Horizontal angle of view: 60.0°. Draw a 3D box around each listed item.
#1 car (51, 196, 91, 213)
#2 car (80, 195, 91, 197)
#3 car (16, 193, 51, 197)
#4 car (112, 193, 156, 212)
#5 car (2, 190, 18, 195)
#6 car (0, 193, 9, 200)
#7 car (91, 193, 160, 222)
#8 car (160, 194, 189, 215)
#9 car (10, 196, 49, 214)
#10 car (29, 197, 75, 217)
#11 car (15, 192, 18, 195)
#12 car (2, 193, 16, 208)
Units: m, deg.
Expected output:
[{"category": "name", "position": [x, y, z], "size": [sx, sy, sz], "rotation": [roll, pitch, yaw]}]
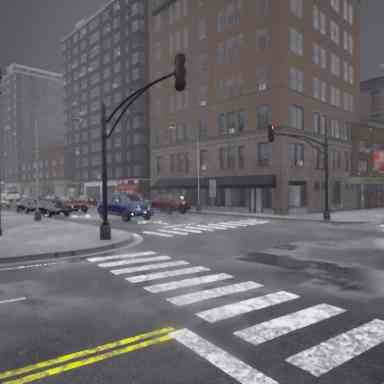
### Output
[{"category": "car", "position": [-12.061, 1.393, 32.872], "size": [1.895, 1.301, 4.718], "rotation": [-1, 1, -44]}, {"category": "car", "position": [-13.878, 1.081, 43.059], "size": [1.967, 1.590, 4.097], "rotation": [0, 1, -44]}, {"category": "car", "position": [-19.330, 1.214, 40.410], "size": [1.837, 1.490, 4.892], "rotation": [-1, 1, -44]}, {"category": "car", "position": [-6.220, 1.042, 35.139], "size": [2.192, 1.841, 5.009], "rotation": [0, 1, -44]}, {"category": "car", "position": [-31.866, 0.710, 57.953], "size": [2.150, 2.045, 5.566], "rotation": [-1, 1, -44]}, {"category": "car", "position": [-40.677, 0.885, 70.775], "size": [1.947, 1.339, 4.313], "rotation": [0, 1, -44]}, {"category": "car", "position": [-5.298, 1.087, 25.873], "size": [2.150, 2.045, 5.566], "rotation": [-1, 1, -44]}, {"category": "car", "position": [-2.392, 1.083, 31.179], "size": [2.192, 1.841, 5.009], "rotation": [0, 1, -44]}, {"category": "car", "position": [-16.173, 1.374, 33.170], "size": [1.947, 1.339, 4.313], "rotation": [0, 1, -44]}, {"category": "car", "position": [-12.344, 1.416, 29.211], "size": [1.947, 1.339, 4.313], "rotation": [0, 1, -44]}, {"category": "car", "position": [-29.192, 1.042, 58.897], "size": [1.802, 1.307, 4.206], "rotation": [0, 1, -44]}, {"category": "car", "position": [-23.709, 1.248, 40.963], "size": [1.752, 1.417, 4.829], "rotation": [0, 1, -44]}]
